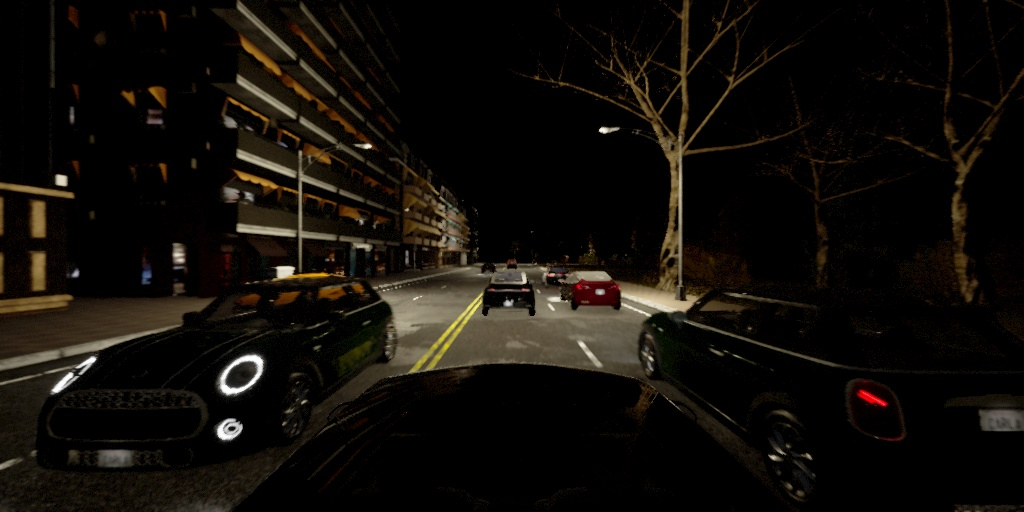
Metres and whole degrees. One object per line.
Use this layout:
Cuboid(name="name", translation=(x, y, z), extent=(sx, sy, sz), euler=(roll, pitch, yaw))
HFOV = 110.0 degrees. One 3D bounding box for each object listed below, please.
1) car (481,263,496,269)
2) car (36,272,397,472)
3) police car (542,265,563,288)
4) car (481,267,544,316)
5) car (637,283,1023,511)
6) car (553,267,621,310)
Cuboid(name="car", translation=(-3.241, 1.751, 49.875), extent=(1.812, 1.442, 4.674), euler=(0, -1, 0))
Cuboid(name="car", translation=(-3.350, 1.136, 5.276), extent=(2.097, 1.767, 4.553), euler=(0, -1, 0))
Cuboid(name="police car", translation=(3.255, 1.486, 26.529), extent=(2.038, 1.542, 4.974), euler=(0, -1, 0))
Cuboid(name="car", translation=(-0.094, 1.358, 14.092), extent=(2.128, 1.511, 4.902), euler=(0, 0, 1))
Cuboid(name="car", translation=(3.250, 1.128, 4.499), extent=(2.097, 1.767, 4.553), euler=(0, -1, 0))
Cuboid(name="car", translation=(3.252, 1.383, 15.558), extent=(2.163, 1.488, 4.792), euler=(0, -1, 0))
